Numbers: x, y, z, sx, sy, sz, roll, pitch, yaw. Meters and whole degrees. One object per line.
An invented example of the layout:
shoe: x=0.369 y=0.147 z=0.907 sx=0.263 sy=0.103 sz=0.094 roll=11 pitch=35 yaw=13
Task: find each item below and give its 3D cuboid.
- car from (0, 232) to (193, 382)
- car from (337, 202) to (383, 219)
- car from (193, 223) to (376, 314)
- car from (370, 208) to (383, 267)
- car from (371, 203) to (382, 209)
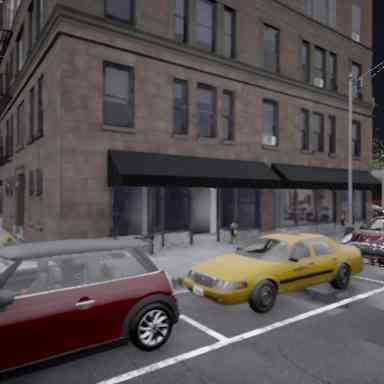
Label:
car: x=-2.265 y=1.444 z=4.573 sx=4.097 sy=1.590 sz=1.967 roll=0 pitch=0 yaw=-35
car: x=17.437 y=1.777 z=33.516 sx=1.837 sy=1.490 sz=4.892 roll=0 pitch=-1 yaw=-35
car: x=2.089 y=1.556 z=7.677 sx=4.829 sy=1.417 sz=1.752 roll=0 pitch=0 yaw=-35
car: x=6.722 y=1.501 z=10.980 sx=4.097 sy=1.590 sz=1.967 roll=0 pitch=0 yaw=-35
car: x=15.016 y=1.818 z=31.313 sx=1.994 sy=1.385 sz=4.181 roll=0 pitch=-1 yaw=-35
